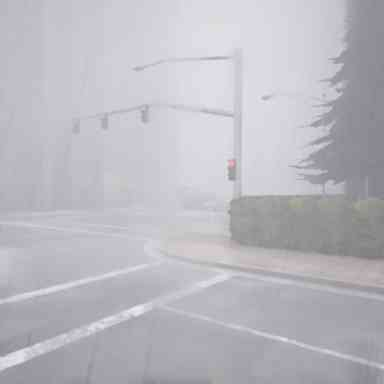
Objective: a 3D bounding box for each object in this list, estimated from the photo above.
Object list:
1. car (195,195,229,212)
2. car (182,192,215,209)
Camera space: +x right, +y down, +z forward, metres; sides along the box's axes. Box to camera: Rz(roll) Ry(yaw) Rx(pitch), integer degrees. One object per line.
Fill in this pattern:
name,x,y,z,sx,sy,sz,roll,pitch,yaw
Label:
car,2.659,1.409,37.644,1.812,1.442,4.674,0,0,36
car,1.036,1.081,41.364,2.150,2.045,5.566,0,1,36
